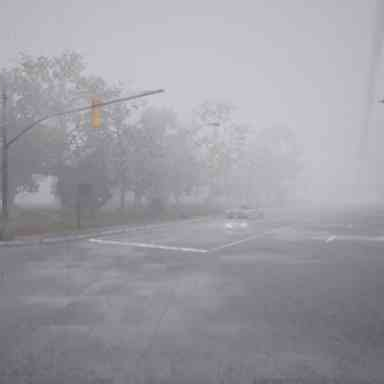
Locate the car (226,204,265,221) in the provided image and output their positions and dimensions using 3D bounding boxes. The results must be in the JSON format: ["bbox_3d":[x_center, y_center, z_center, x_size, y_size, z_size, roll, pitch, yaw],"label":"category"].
[{"bbox_3d":[4.774,1.769,29.543,1.895,1.301,4.718,-1,0,32],"label":"car"}]
